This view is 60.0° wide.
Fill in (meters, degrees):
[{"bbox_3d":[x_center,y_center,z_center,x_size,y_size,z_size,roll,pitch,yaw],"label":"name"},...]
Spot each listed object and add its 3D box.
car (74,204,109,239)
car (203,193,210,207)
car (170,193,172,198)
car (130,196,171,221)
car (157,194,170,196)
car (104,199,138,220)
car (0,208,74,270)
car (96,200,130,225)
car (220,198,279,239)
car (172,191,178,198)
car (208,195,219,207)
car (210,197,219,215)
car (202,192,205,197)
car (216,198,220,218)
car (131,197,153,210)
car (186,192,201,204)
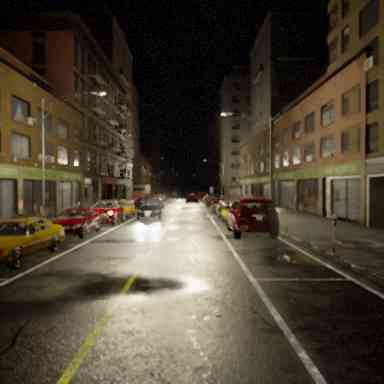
[{"bbox_3d":[-5.670,1.459,16.431,1.802,1.307,4.206,0,0,0],"label":"car"},{"bbox_3d":[2.860,1.146,43.912,1.967,1.590,4.097,-1,0,0],"label":"car"},{"bbox_3d":[-5.659,1.159,65.901,1.947,1.339,4.313,-1,0,0],"label":"car"},{"bbox_3d":[-3.081,1.307,25.625,2.128,1.511,4.902,0,0,0],"label":"car"},{"bbox_3d":[-5.661,1.059,60.404,1.967,1.590,4.097,-1,0,0],"label":"car"},{"bbox_3d":[-5.668,1.331,27.254,1.752,1.417,4.829,-1,0,0],"label":"car"},{"bbox_3d":[-5.672,1.443,10.764,1.752,1.417,4.829,0,0,0],"label":"car"},{"bbox_3d":[-5.671,1.280,21.927,1.967,1.590,4.097,-1,0,0],"label":"car"},{"bbox_3d":[2.853,1.192,16.427,2.192,1.841,5.009,-1,0,0],"label":"car"},{"bbox_3d":[-5.652,1.046,92.775,1.947,1.339,4.313,-1,0,0],"label":"car"},{"bbox_3d":[2.858,1.315,32.919,1.887,1.381,4.507,-1,0,0],"label":"car"},{"bbox_3d":[2.857,1.355,27.422,2.008,1.369,4.403,-1,0,0],"label":"car"},{"bbox_3d":[2.861,1.115,49.409,1.967,1.590,4.097,-1,0,0],"label":"car"},{"bbox_3d":[2.855,1.364,22.096,1.752,1.417,4.829,-1,0,0],"label":"car"},{"bbox_3d":[-5.666,1.283,38.418,1.887,1.381,4.507,-1,0,0],"label":"car"},{"bbox_3d":[0.014,1.128,54.108,1.882,1.535,5.008,0,0,0],"label":"car"}]
